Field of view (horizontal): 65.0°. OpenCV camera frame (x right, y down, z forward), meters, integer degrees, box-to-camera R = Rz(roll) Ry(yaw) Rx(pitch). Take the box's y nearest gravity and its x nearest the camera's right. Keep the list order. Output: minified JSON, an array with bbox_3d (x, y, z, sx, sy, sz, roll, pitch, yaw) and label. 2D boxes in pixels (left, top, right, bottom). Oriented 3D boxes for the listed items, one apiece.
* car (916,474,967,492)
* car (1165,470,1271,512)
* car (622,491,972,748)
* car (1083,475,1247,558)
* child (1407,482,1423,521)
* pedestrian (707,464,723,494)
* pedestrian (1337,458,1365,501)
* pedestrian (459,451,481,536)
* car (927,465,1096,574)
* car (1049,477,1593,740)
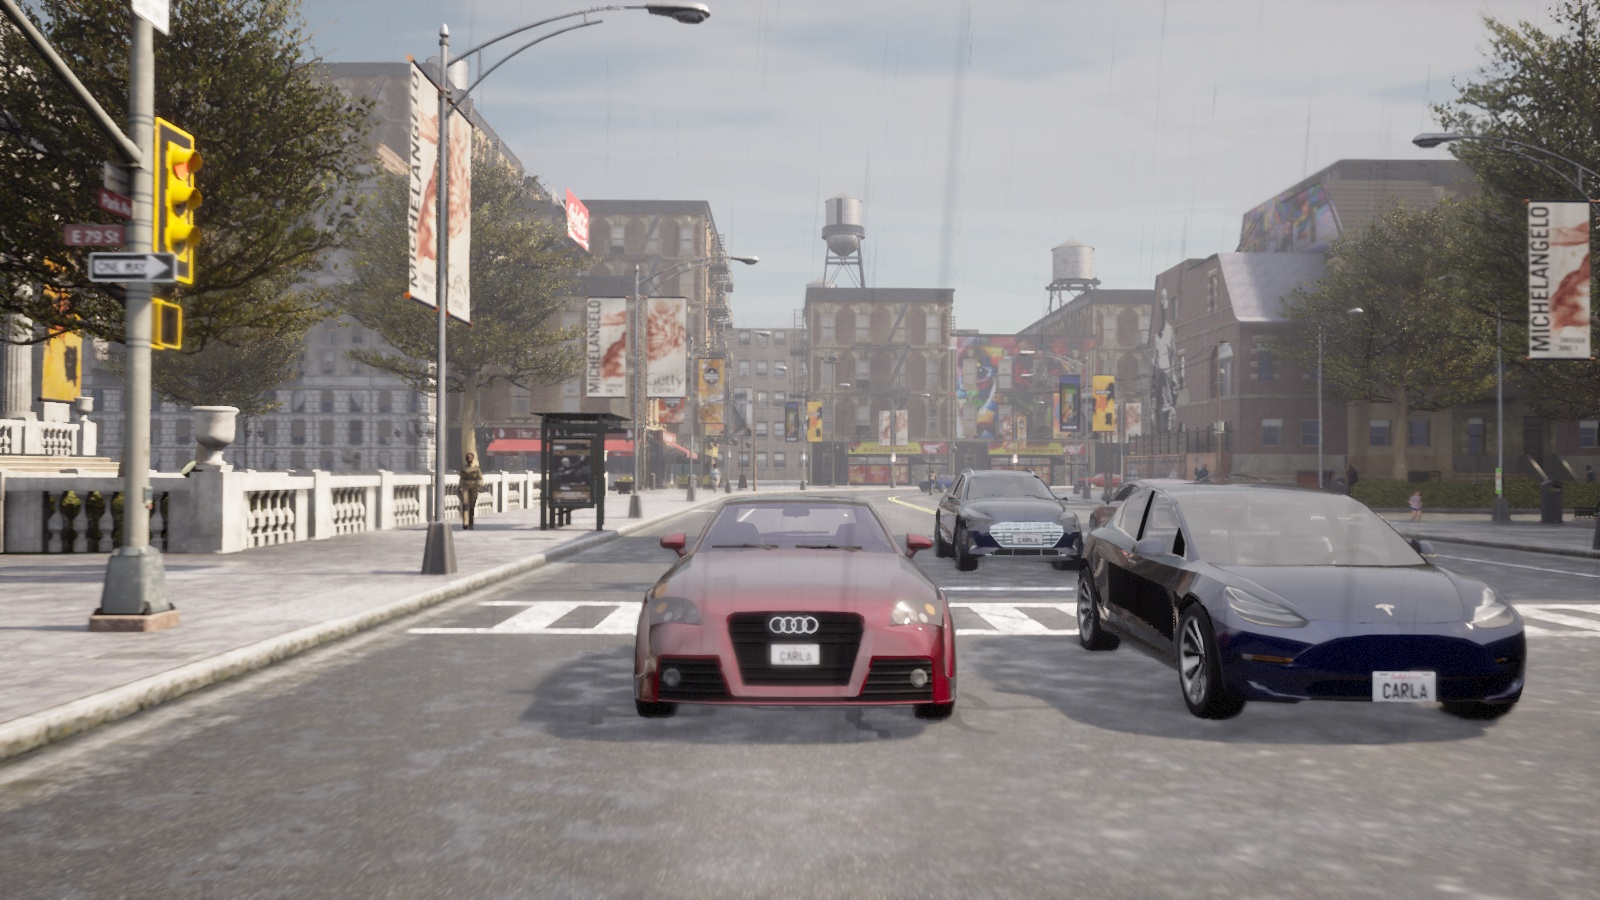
[{"bbox_3d":[10.677,2.455,94.558,1.895,1.301,4.718,-1,-1,32],"label":"car"},{"bbox_3d":[15.690,1.521,47.234,3.705,1.549,1.789,0,-1,18],"label":"car"},{"bbox_3d":[-0.022,1.034,9.253,1.994,1.385,4.181,0,-1,0],"label":"car"},{"bbox_3d":[6.942,1.221,24.420,1.812,1.442,4.674,0,-1,0],"label":"car"},{"bbox_3d":[17.767,1.474,36.276,0.255,1.110,0.394,0,-1,-1],"label":"child"},{"bbox_3d":[-5.189,1.781,77.012,0.874,1.855,0.900,0,-1,3],"label":"pedestrian"},{"bbox_3d":[23.799,1.284,54.243,0.899,1.844,0.634,0,-1,-18],"label":"pedestrian"},{"bbox_3d":[-7.610,0.987,28.966,0.396,1.930,0.692,0,-1,-8],"label":"pedestrian"},{"bbox_3d":[3.449,1.090,21.426,2.033,1.649,4.856,0,-1,0],"label":"car"},{"bbox_3d":[3.477,0.962,9.636,2.163,1.488,4.792,0,-1,0],"label":"car"}]
